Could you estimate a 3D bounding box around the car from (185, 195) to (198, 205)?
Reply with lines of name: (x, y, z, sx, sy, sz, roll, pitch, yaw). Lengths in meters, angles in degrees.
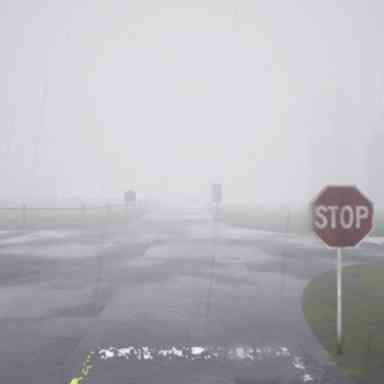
car: (0.172, 1.538, 60.774, 2.033, 1.411, 5.357, 0, 0, -2)
